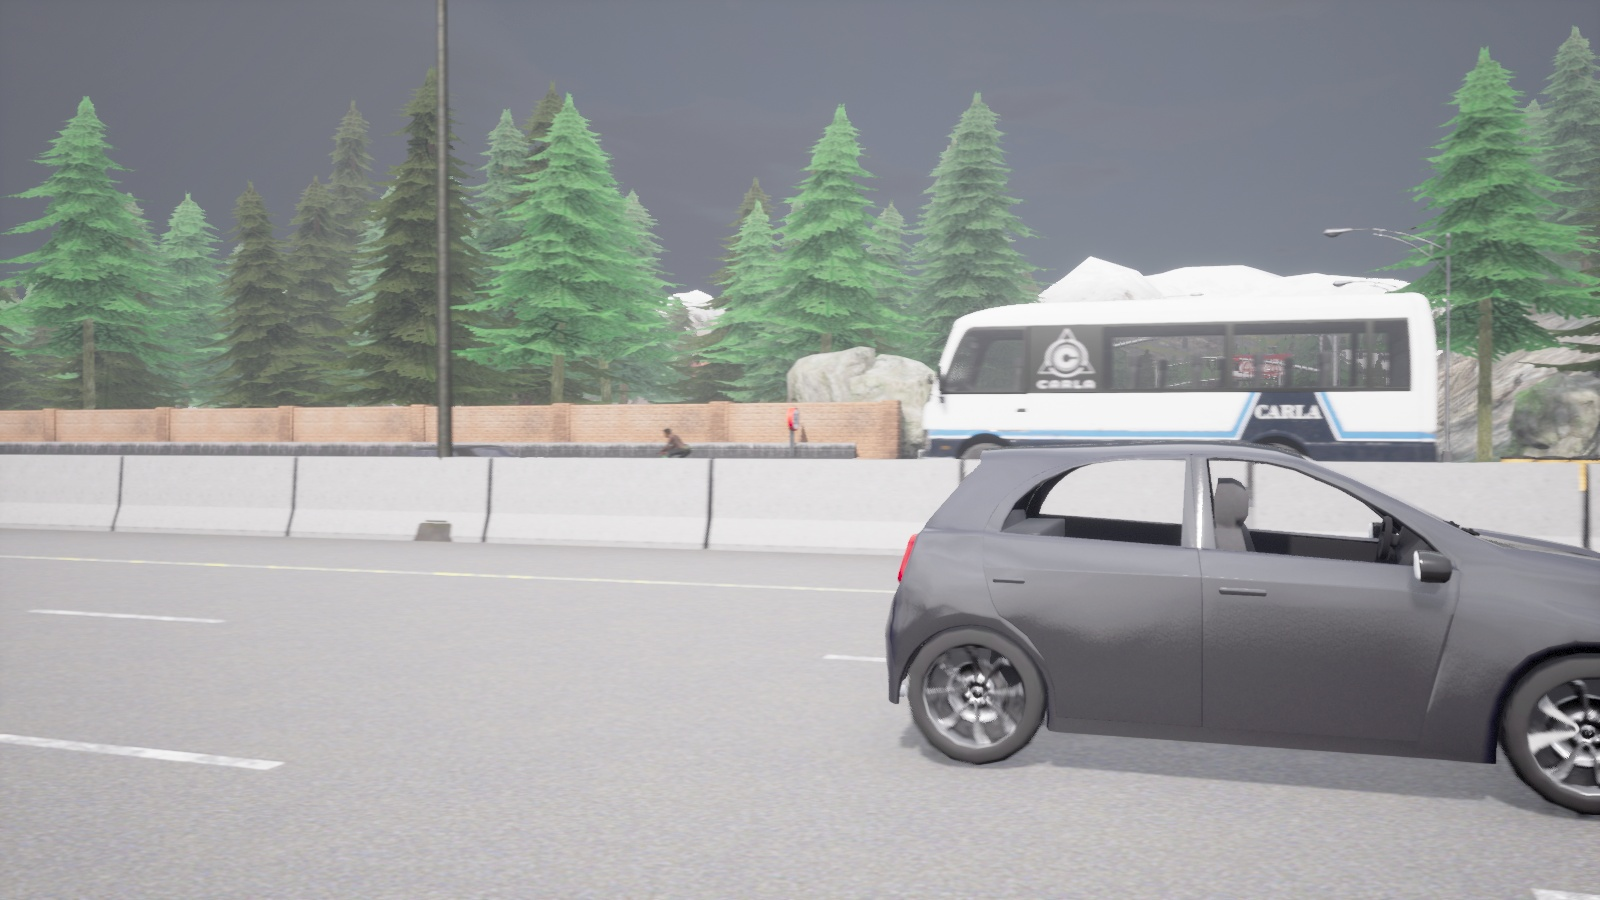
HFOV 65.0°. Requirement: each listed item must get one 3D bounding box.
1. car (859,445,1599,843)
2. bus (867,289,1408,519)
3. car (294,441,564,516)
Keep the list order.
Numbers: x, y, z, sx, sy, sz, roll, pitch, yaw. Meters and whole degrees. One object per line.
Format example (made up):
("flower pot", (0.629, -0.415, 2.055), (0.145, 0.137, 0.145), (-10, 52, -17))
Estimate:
("car", (2.294, 0.751, 6.114), (3.633, 1.501, 1.845), (1, 1, 19))
("bus", (6.938, -0.955, 26.686), (10.273, 4.253, 3.944), (1, 1, 19))
("car", (-7.092, 0.495, 24.043), (4.718, 1.301, 1.895), (1, 1, 19))
